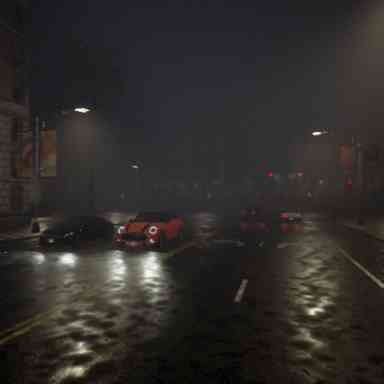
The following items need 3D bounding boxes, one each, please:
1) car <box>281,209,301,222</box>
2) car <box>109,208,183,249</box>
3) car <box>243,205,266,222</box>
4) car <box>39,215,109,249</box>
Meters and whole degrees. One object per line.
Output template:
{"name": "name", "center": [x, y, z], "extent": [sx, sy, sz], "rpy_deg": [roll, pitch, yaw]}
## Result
{"name": "car", "center": [10.024, 2.329, 33.641], "extent": [1.895, 1.301, 4.718], "rpy_deg": [-1, -1, 16]}
{"name": "car", "center": [-1.994, 1.741, 16.828], "extent": [2.097, 1.767, 4.553], "rpy_deg": [-1, -1, 15]}
{"name": "car", "center": [6.589, 2.115, 34.679], "extent": [2.097, 1.767, 4.553], "rpy_deg": [-1, -1, 15]}
{"name": "car", "center": [-5.598, 1.930, 16.924], "extent": [1.812, 1.442, 4.674], "rpy_deg": [-1, -1, 15]}
